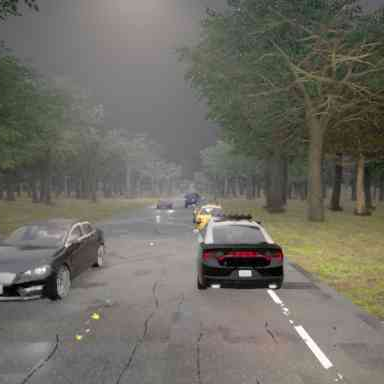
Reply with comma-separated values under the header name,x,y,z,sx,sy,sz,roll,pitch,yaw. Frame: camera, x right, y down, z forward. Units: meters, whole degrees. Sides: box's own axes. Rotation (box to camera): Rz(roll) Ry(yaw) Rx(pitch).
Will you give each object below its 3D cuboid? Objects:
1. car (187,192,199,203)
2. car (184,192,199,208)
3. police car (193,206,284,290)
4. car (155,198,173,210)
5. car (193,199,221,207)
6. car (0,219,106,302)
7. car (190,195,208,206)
name,x,y,z,sx,sy,sz,roll,pitch,yaw
car,0.145,1.034,64.135,2.150,2.045,5.566,0,0,0
car,0.117,1.124,45.865,2.150,2.045,5.566,0,0,0
police car,1.071,1.421,9.239,1.930,1.638,5.238,0,0,0
car,-3.406,1.444,41.859,1.812,1.442,4.674,0,0,0
car,1.094,1.439,19.320,1.801,1.575,5.366,0,0,0
car,-3.582,1.488,8.439,2.128,1.511,4.902,0,0,0
car,1.106,1.322,25.102,2.097,1.767,4.553,0,0,0
